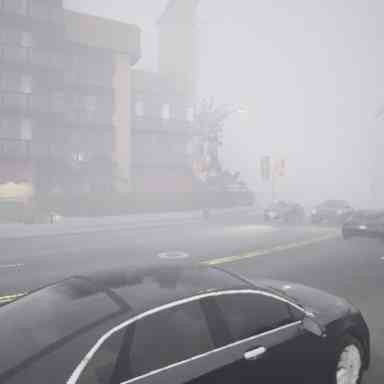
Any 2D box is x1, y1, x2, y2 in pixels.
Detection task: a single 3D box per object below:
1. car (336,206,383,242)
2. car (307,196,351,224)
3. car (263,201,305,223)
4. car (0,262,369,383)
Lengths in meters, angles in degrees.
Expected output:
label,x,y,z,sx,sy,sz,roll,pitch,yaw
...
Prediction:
label,x,y,z,sx,sy,sz,roll,pitch,yaw
car,9.020,1.558,16.570,1.994,1.385,4.181,0,0,41
car,10.089,1.340,23.649,2.097,1.767,4.553,0,0,37
car,7.157,1.479,25.561,2.128,1.511,4.902,0,0,37
car,-0.060,1.505,3.339,4.892,1.490,1.837,-1,1,-38
